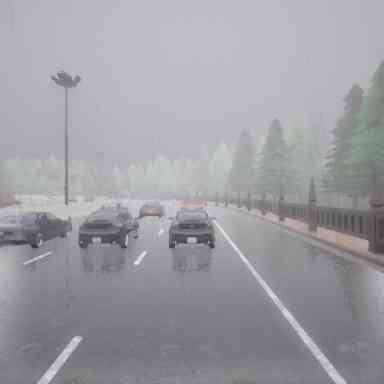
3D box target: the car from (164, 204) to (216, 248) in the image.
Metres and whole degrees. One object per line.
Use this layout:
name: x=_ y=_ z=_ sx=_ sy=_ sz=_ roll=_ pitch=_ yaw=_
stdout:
car: x=0.000 y=1.516 z=14.650 sx=1.837 sy=1.490 sz=4.892 roll=0 pitch=0 yaw=0

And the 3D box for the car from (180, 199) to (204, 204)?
car: x=0.000 y=1.366 z=29.620 sx=2.097 sy=1.767 sz=4.553 roll=0 pitch=0 yaw=0

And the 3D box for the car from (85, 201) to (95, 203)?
car: x=-21.423 y=1.320 z=69.693 sx=2.097 sy=1.767 sz=4.553 roll=0 pitch=0 yaw=-21

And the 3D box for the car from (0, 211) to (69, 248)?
car: x=-7.000 y=1.563 z=14.650 sx=2.033 sy=1.411 sz=5.357 roll=0 pitch=0 yaw=0

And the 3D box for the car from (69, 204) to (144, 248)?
car: x=-3.500 y=1.516 z=14.650 sx=1.837 sy=1.490 sz=4.892 roll=0 pitch=0 yaw=0

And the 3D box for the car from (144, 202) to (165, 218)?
car: x=-3.500 y=1.572 z=29.650 sx=1.994 sy=1.385 sz=4.181 roll=0 pitch=0 yaw=0

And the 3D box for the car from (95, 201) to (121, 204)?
car: x=-7.000 y=1.616 z=29.680 sx=1.895 sy=1.301 sz=4.718 roll=0 pitch=0 yaw=0
